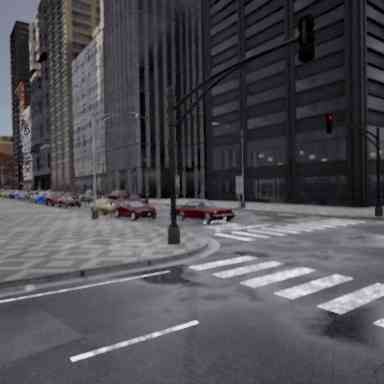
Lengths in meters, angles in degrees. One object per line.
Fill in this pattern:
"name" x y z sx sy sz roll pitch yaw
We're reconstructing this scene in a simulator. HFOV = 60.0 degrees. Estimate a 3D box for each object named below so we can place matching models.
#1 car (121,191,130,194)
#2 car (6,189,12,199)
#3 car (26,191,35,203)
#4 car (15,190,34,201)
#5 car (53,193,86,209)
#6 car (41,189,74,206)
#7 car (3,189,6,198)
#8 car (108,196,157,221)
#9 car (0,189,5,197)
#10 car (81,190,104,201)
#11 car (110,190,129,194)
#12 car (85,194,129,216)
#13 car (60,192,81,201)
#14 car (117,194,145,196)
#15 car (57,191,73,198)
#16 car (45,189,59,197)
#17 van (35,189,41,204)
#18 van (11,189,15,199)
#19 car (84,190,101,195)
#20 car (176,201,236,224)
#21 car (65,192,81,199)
"car" -7.205 0.919 43.208 1.947 1.339 4.313 -1 1 -36
"car" -37.186 0.513 70.119 2.192 1.841 5.009 -1 1 -36
"car" -24.001 0.972 51.892 2.008 1.369 4.403 -1 1 -36
"car" -30.593 0.751 61.006 1.967 1.590 4.097 -1 1 -36
"car" -14.114 1.120 38.217 1.887 1.381 4.507 -1 1 -36
"car" -17.412 0.841 42.772 2.192 1.841 5.009 -1 1 -36
"car" -40.480 0.691 74.681 2.008 1.369 4.403 -1 1 -36
"car" -4.227 1.259 24.543 1.887 1.381 4.507 -1 1 -36
"car" -43.775 0.627 79.238 1.887 1.381 4.507 -1 1 -36
"car" -17.094 0.515 56.878 2.192 1.841 5.009 -1 1 -36
"car" -10.503 0.619 47.762 2.192 1.841 5.009 -1 1 -36
"car" -7.424 1.196 28.963 1.752 1.417 4.829 -1 1 -36
"car" -21.113 0.730 57.876 2.128 1.511 4.902 -2 2 -36
"car" -6.178 1.150 31.942 1.994 1.385 4.181 -2 2 -36
"car" -26.979 0.577 70.555 1.887 1.381 4.507 -1 1 -36
"car" -33.571 0.234 79.666 2.192 1.841 5.009 -1 1 -36
"van" -20.707 0.815 47.330 1.690 1.788 3.998 -1 1 -36
"van" -33.889 0.595 65.562 1.690 1.788 3.998 -1 1 -36
"car" -15.118 0.825 49.669 2.128 1.511 4.902 -2 2 -35
"car" 0.782 1.282 22.272 1.895 1.301 4.718 -2 2 -35
"car" -23.682 0.671 65.998 1.802 1.307 4.206 -1 1 -36
